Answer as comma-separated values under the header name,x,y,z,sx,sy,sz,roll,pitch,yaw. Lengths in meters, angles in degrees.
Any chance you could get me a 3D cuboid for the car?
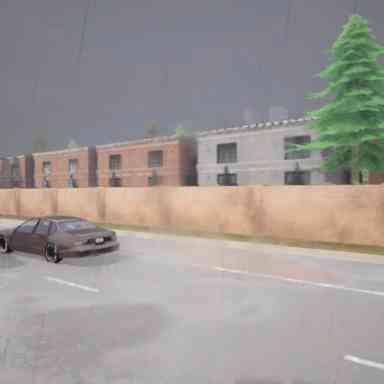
name,x,y,z,sx,sy,sz,roll,pitch,yaw
car,-4.941,1.548,11.806,5.357,1.411,2.033,0,0,35
